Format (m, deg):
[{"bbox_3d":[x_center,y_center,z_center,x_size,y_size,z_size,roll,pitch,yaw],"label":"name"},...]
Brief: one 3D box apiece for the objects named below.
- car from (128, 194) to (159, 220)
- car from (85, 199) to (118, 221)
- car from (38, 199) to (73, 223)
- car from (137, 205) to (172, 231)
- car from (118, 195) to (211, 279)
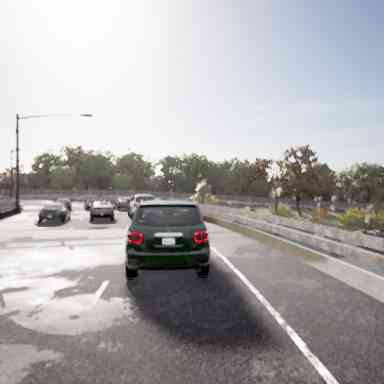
[{"bbox_3d":[-4.527,1.238,30.103,2.150,2.045,5.566,0,0,-15],"label":"car"},{"bbox_3d":[-7.480,1.512,27.725,2.128,1.511,4.902,0,0,-15],"label":"car"},{"bbox_3d":[-10.579,1.549,25.783,1.812,1.442,4.674,0,0,-13],"label":"car"},{"bbox_3d":[-2.587,1.611,21.876,1.895,1.301,4.718,0,0,-11],"label":"car"},{"bbox_3d":[-0.781,1.226,10.281,2.150,2.045,5.566,0,0,-5],"label":"car"}]
